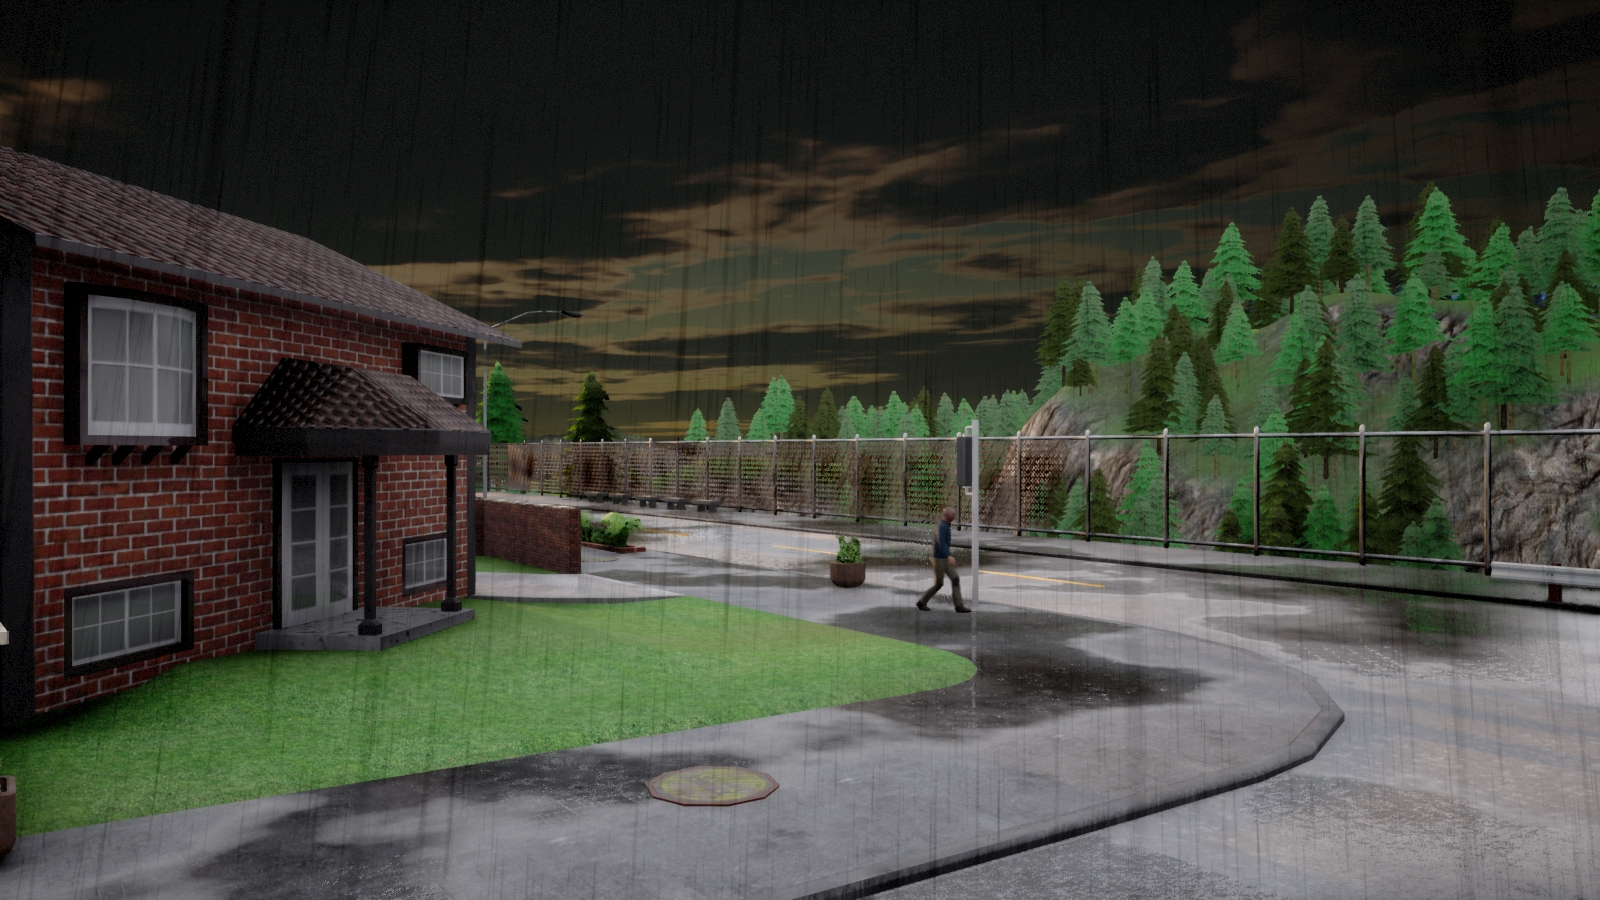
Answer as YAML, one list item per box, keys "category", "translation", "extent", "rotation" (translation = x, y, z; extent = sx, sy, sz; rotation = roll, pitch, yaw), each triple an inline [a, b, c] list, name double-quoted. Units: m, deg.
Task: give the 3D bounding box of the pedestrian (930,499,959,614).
- category: "pedestrian"
  translation: [2.387, 1.745, 18.858]
  extent: [0.375, 1.860, 0.375]
  rotation: [0, 0, 24]
